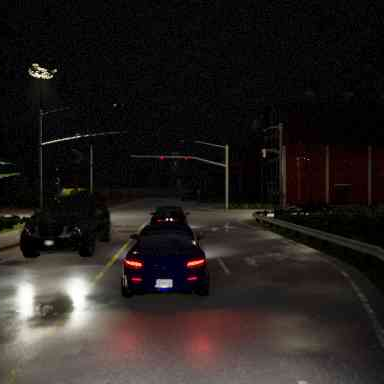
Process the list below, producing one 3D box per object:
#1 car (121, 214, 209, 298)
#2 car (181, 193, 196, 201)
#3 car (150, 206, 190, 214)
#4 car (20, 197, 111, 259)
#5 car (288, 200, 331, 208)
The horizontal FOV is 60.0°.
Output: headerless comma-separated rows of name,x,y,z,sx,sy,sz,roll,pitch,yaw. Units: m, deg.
car,-0.633,1.526,8.451,1.812,1.442,4.674,0,0,-3
car,-0.775,1.146,81.628,3.866,1.878,1.905,-3,4,44
car,-1.197,1.505,17.696,1.837,1.490,4.892,0,0,-3
car,-4.613,1.222,13.080,2.150,2.045,5.566,0,0,-4
car,12.749,1.553,36.124,4.674,1.442,1.812,0,0,-3
